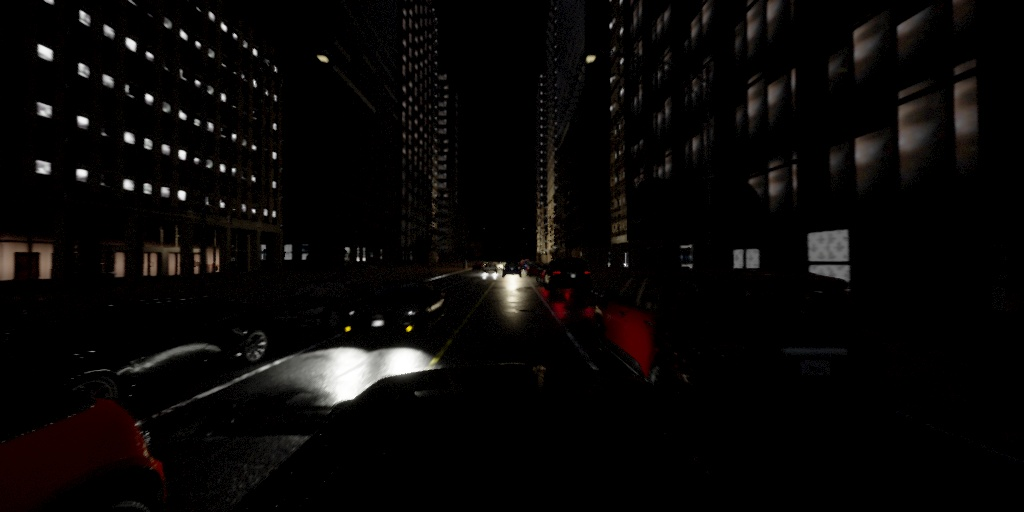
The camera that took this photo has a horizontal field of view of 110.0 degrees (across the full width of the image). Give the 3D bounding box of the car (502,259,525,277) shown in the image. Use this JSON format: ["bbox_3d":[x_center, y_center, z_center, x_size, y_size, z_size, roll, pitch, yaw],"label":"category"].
[{"bbox_3d":[0.023,1.384,39.490,2.097,1.767,4.553,0,0,1],"label":"car"}]

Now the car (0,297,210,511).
[{"bbox_3d":[-3.098,1.091,0.135,2.097,1.767,4.553,0,0,0],"label":"car"}]

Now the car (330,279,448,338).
[{"bbox_3d":[-3.089,1.381,10.267,1.994,1.385,4.181,0,0,0],"label":"car"}]

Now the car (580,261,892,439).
[{"bbox_3d":[2.692,1.093,5.572,2.192,1.841,5.009,0,0,0],"label":"car"}]

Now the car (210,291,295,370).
[{"bbox_3d":[-5.688,1.349,5.527,1.948,1.339,4.313,0,0,0],"label":"car"}]

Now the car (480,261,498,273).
[{"bbox_3d":[-3.081,1.725,51.848,1.895,1.301,4.718,0,0,0],"label":"car"}]

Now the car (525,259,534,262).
[{"bbox_3d":[2.680,1.511,45.061,1.967,1.591,4.097,0,0,0],"label":"car"}]

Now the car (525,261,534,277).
[{"bbox_3d":[2.682,1.575,39.420,1.888,1.381,4.507,0,0,0],"label":"car"}]

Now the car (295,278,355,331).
[{"bbox_3d":[-5.690,1.376,11.169,2.007,1.370,4.403,0,0,0],"label":"car"}]

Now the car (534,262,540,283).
[{"bbox_3d":[3.106,1.297,27.854,2.097,1.767,4.553,0,0,0],"label":"car"}]

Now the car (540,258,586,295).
[{"bbox_3d":[3.102,1.122,20.915,2.150,2.045,5.566,0,0,0],"label":"car"}]

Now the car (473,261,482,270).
[{"bbox_3d":[-5.705,1.639,61.954,1.967,1.591,4.097,0,0,0],"label":"car"}]
